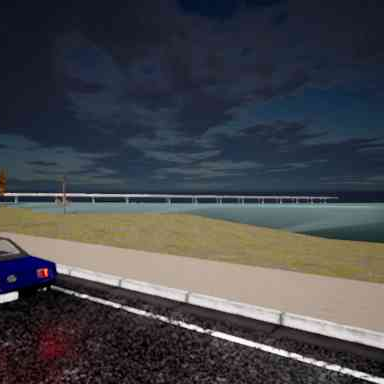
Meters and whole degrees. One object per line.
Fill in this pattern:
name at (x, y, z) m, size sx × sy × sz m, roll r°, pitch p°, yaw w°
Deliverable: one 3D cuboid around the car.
car at (-5.122, 1.630, 7.334) m, size 4.718 × 1.301 × 1.895 m, roll 0°, pitch 0°, yaw 35°
